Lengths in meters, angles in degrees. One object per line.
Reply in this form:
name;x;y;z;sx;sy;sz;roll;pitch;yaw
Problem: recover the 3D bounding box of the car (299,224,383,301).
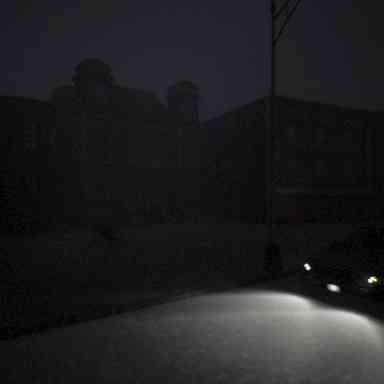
car;4.995;1.554;8.299;5.357;1.411;2.033;0;0;-36
